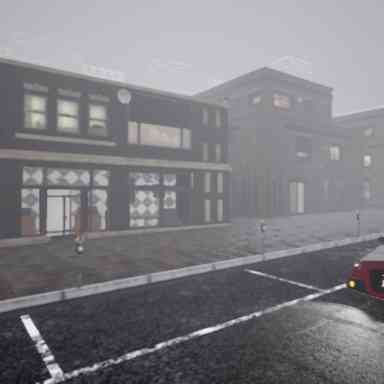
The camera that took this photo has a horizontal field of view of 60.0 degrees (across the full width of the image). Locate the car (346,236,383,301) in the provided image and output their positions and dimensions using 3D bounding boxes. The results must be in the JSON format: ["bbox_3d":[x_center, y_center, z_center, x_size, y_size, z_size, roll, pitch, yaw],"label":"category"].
[{"bbox_3d":[5.135,1.437,7.041,4.181,1.385,1.994,-1,1,-35],"label":"car"}]
